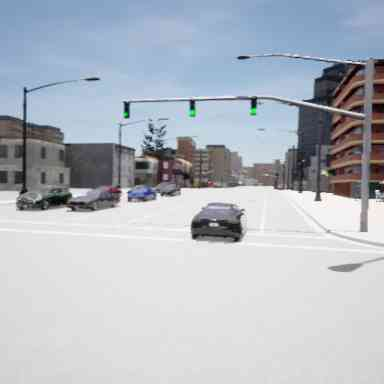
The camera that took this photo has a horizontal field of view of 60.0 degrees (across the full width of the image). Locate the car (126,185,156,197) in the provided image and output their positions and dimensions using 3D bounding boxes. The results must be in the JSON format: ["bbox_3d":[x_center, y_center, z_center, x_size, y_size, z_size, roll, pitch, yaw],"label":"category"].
[{"bbox_3d":[-6.516,-0.196,43.236,2.033,1.411,5.357,2,3,13],"label":"car"}]

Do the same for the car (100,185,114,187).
[{"bbox_3d":[-8.758,0.122,33.662,1.882,1.535,5.008,2,3,13],"label":"car"}]

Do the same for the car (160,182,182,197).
[{"bbox_3d":[-2.722,-0.213,44.093,1.837,1.490,4.892,2,3,14],"label":"car"}]

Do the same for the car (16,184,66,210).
[{"bbox_3d":[-10.829,0.327,24.765,2.097,1.767,4.553,2,2,13],"label":"car"}]

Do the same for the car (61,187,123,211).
[{"bbox_3d":[-7.187,0.576,25.022,2.033,1.411,5.357,1,2,13],"label":"car"}]

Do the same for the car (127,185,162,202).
[{"bbox_3d":[-5.024,0.204,34.352,1.812,1.442,4.674,2,3,13],"label":"car"}]

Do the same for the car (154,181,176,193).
[{"bbox_3d":[-4.227,-0.787,52.954,2.097,1.767,4.553,2,3,13],"label":"car"}]

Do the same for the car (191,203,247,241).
[{"bbox_3d":[1.287,1.147,14.338,1.994,1.385,4.181,2,2,13],"label":"car"}]
